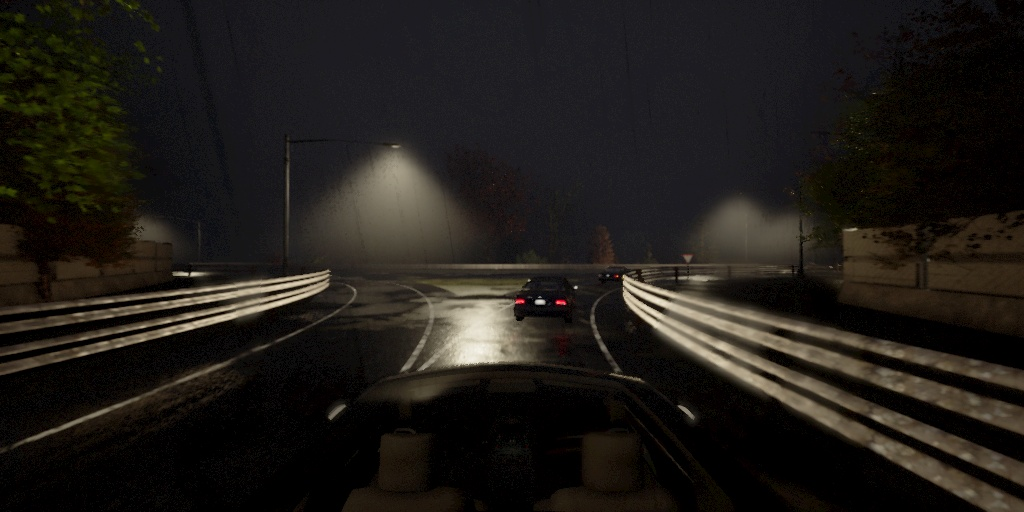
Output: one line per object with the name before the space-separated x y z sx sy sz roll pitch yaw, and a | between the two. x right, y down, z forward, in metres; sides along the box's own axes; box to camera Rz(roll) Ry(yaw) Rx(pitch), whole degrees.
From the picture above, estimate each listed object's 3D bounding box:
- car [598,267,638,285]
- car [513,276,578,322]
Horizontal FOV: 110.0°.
car | 8.811 1.581 29.640 2.033 1.411 5.357 0 -1 35
car | 1.320 1.409 12.880 2.033 1.411 5.357 0 -1 12
